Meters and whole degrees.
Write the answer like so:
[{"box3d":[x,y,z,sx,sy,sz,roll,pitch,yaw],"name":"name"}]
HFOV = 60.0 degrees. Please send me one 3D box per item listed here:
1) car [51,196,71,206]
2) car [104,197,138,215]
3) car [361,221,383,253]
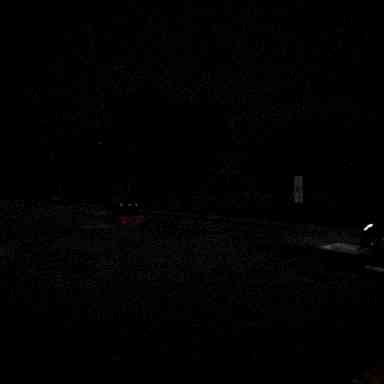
[{"box3d":[-21.188,1.346,53.562,2.097,1.767,4.553,-1,1,-36],"name":"car"},{"box3d":[-7.300,1.317,34.045,2.097,1.767,4.553,-1,1,-35],"name":"car"},{"box3d":[8.545,1.373,11.792,2.097,1.767,4.553,-1,1,-36],"name":"car"}]
